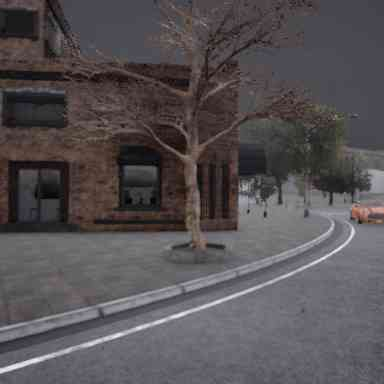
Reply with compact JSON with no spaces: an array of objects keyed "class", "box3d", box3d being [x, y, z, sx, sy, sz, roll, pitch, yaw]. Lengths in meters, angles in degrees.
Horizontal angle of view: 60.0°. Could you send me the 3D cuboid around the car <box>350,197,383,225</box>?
[{"class":"car","box3d":[12.170,1.216,22.626,2.097,1.767,4.553,0,0,17]}]
